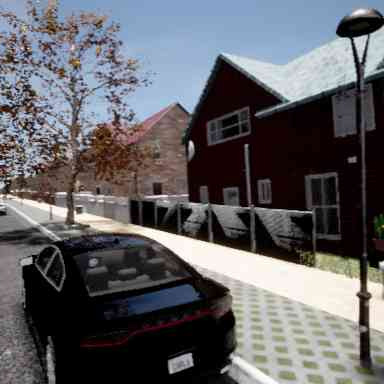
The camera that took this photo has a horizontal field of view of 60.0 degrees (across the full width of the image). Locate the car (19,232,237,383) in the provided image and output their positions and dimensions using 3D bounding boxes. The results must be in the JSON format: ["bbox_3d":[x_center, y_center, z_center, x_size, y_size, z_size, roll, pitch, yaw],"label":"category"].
[{"bbox_3d":[-1.411,1.370,5.100,1.882,1.535,5.008,-3,2,-32],"label":"car"}]

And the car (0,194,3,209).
[{"bbox_3d":[-22.725,1.123,37.791,1.882,1.535,5.008,-2,2,-31],"label":"car"}]

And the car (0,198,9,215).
[{"bbox_3d":[-17.062,1.247,28.682,1.812,1.442,4.674,-3,2,-32],"label":"car"}]
